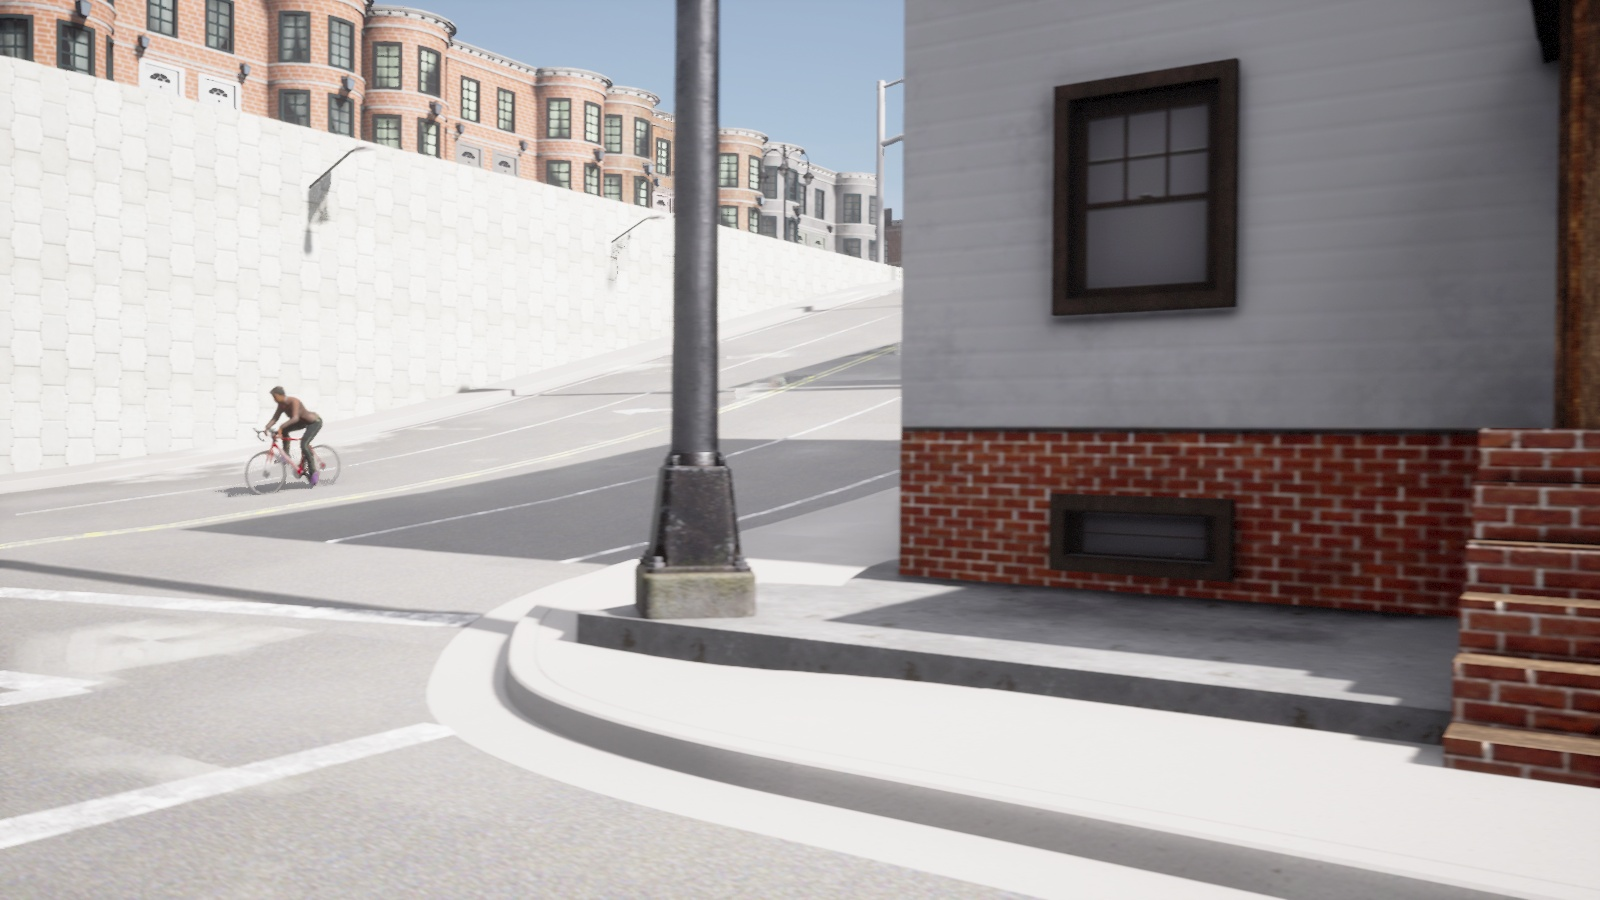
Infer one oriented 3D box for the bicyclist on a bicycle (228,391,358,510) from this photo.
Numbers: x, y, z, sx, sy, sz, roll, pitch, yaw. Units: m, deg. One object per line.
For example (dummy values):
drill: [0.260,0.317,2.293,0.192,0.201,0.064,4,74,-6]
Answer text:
bicyclist on a bicycle: [-7.701,-0.021,19.145,0.582,1.620,1.656,0,7,34]
